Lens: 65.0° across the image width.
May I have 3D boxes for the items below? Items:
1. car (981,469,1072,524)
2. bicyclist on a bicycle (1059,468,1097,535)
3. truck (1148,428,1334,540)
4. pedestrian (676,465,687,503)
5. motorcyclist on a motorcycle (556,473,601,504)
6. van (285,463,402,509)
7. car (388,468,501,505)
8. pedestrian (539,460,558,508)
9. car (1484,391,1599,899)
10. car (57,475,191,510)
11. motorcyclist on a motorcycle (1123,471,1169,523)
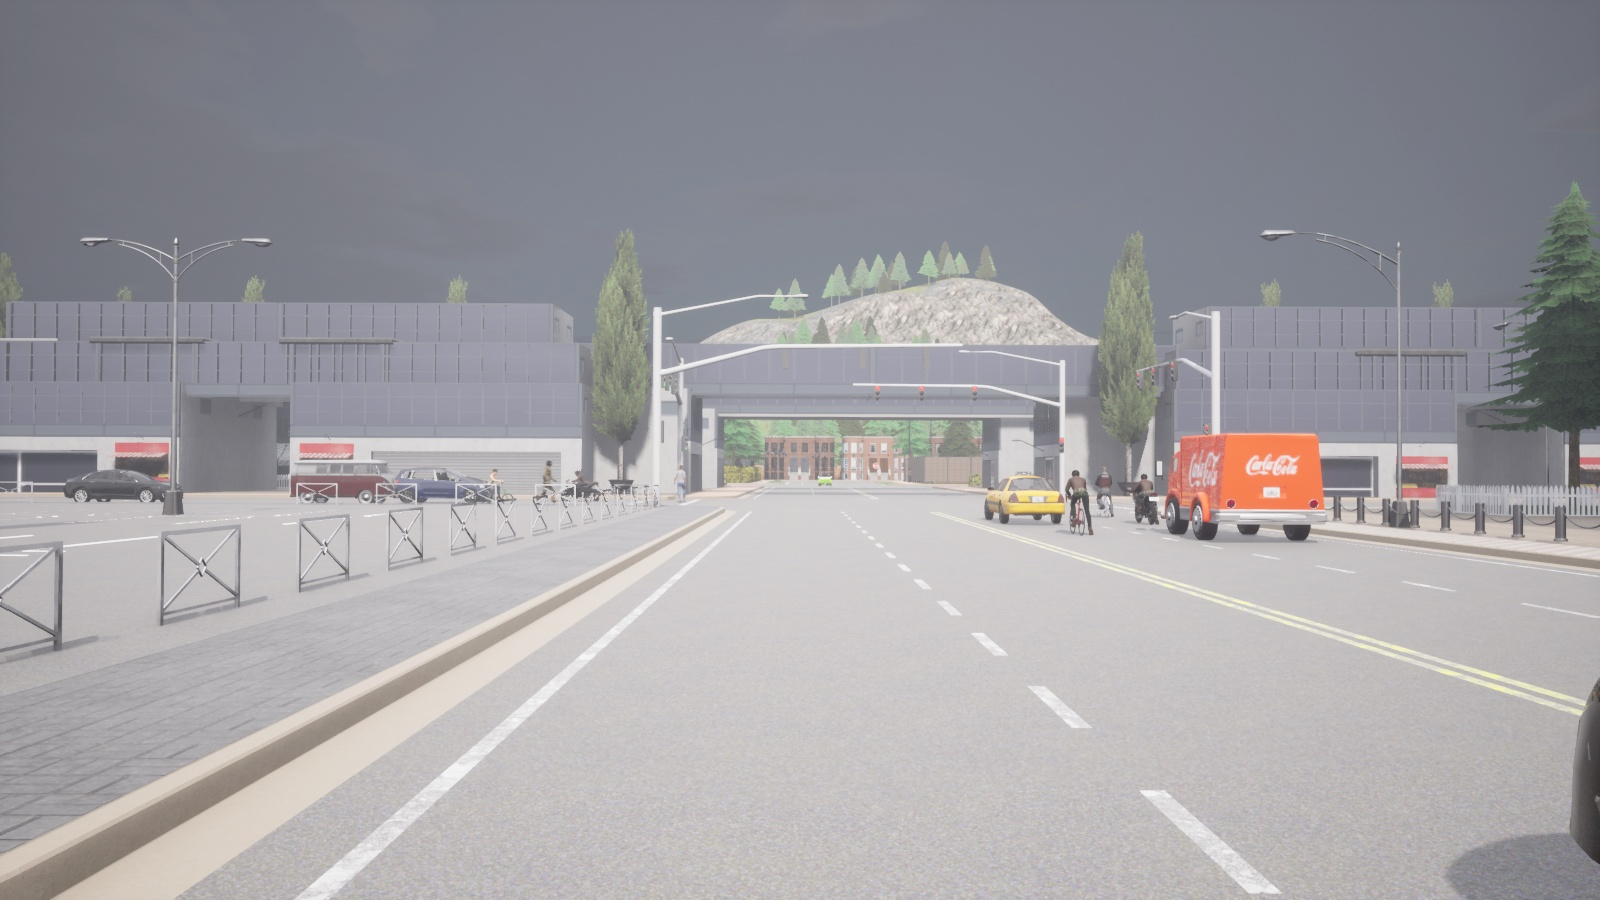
[{"bbox_3d":[6.909,1.376,38.809,1.801,1.575,5.366,0,-1,0],"label":"car"},{"bbox_3d":[6.926,1.265,31.345,0.582,1.620,1.656,0,-1,0],"label":"bicyclist on a bicycle"},{"bbox_3d":[10.424,0.792,30.231,2.627,2.467,5.204,0,-1,0],"label":"truck"},{"bbox_3d":[-5.722,1.646,60.745,0.354,1.836,0.706,0,-1,11],"label":"pedestrian"},{"bbox_3d":[-10.880,1.874,61.703,2.044,1.523,0.797,0,-1,0],"label":"motorcyclist on a motorcycle"},{"bbox_3d":[-19.907,1.566,54.868,4.442,1.987,1.775,0,-1,1],"label":"van"},{"bbox_3d":[-16.446,1.701,58.287,4.611,1.667,2.242,0,-1,1],"label":"car"},{"bbox_3d":[-10.117,1.361,50.563,0.692,1.930,0.396,0,-1,-3],"label":"pedestrian"},{"bbox_3d":[3.494,0.611,1.896,2.152,1.651,5.027,0,-1,0],"label":"car"},{"bbox_3d":[-29.634,1.862,55.121,4.892,1.490,1.837,0,-1,2],"label":"car"},{"bbox_3d":[10.410,1.389,37.836,0.797,1.523,2.044,0,-1,0],"label":"motorcyclist on a motorcycle"}]
